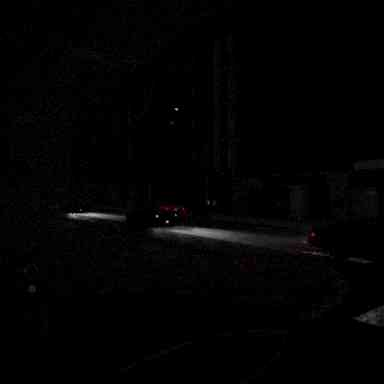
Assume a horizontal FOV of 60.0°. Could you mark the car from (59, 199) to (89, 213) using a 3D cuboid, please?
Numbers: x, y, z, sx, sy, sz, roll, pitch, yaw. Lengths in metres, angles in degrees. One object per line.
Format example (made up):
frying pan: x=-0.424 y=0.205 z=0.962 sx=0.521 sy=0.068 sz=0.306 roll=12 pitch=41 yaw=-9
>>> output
car: x=-13.581 y=1.704 z=38.608 sx=1.895 sy=1.301 sz=4.718 roll=0 pitch=0 yaw=-35

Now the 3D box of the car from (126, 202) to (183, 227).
car: x=-2.896 y=1.652 z=23.559 sx=1.895 sy=1.301 sz=4.718 roll=0 pitch=0 yaw=-35

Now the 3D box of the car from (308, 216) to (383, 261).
car: x=6.388 y=1.555 z=10.518 sx=2.033 sy=1.411 sz=5.357 roll=0 pitch=0 yaw=-35

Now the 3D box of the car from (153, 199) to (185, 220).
car: x=-2.514 y=1.404 z=28.098 sx=2.097 sy=1.767 sz=4.553 roll=0 pitch=0 yaw=-35

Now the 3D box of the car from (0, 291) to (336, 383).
car: x=-0.754 y=1.566 z=2.274 sx=4.313 sy=1.339 sz=1.947 roll=0 pitch=0 yaw=-35
